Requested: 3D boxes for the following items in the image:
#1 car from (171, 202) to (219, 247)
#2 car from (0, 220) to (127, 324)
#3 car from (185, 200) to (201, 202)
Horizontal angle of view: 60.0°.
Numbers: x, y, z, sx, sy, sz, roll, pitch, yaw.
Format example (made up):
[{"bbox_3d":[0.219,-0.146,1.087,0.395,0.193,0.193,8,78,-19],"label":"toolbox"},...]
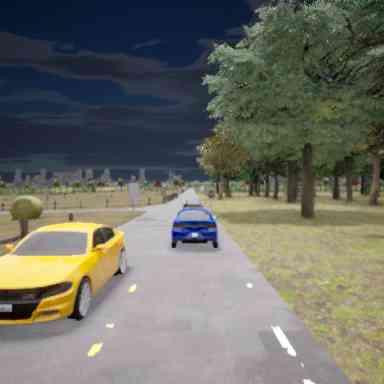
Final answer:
[{"bbox_3d":[0.104,1.442,14.852,1.882,1.535,5.008,0,0,0],"label":"car"},{"bbox_3d":[-2.788,1.461,7.473,1.882,1.535,5.008,0,0,1],"label":"car"},{"bbox_3d":[0.109,1.412,28.914,2.128,1.511,4.902,0,0,0],"label":"car"}]
